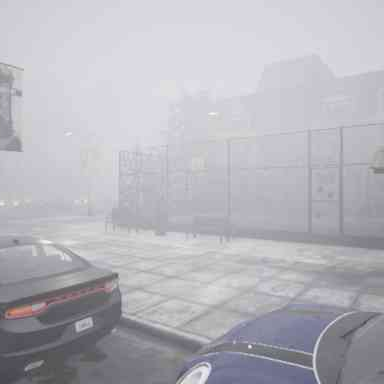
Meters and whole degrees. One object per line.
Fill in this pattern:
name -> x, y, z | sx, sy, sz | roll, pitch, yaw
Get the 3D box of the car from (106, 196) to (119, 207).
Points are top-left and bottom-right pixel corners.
car -> -10.019, 1.594, 49.233 | 1.994, 1.385, 4.181 | 0, 0, 35

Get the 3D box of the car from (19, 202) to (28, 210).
car -> -19.312, 1.538, 42.092 | 1.837, 1.490, 4.892 | 0, 0, 35

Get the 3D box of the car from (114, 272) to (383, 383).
car -> 1.964, 1.354, 1.903 | 4.553, 1.767, 2.185 | 0, 0, 35

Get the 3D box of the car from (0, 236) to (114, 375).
car -> -3.347, 1.484, 5.521 | 5.008, 1.535, 2.097 | 0, 0, 35

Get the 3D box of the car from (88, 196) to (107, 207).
car -> -13.500, 1.385, 50.367 | 2.097, 1.767, 4.553 | 0, 0, 35

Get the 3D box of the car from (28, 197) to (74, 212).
car -> -16.597, 1.382, 39.865 | 2.097, 1.767, 4.553 | 0, 0, 35
